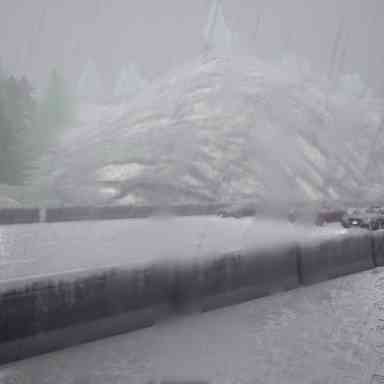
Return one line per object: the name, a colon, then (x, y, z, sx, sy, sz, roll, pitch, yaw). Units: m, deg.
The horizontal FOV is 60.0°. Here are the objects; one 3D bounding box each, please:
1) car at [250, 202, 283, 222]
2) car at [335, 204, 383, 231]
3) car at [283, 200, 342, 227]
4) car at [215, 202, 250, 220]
car: (6.916, 1.562, 25.953, 4.181, 1.385, 1.994, 0, 0, -35)
car: (10.988, 1.577, 20.259, 4.181, 1.385, 1.994, 0, 0, -35)
car: (8.813, 1.357, 23.008, 4.553, 1.767, 2.097, 0, 0, -35)
car: (4.563, 1.537, 28.578, 5.357, 1.411, 2.033, 0, 0, -35)
